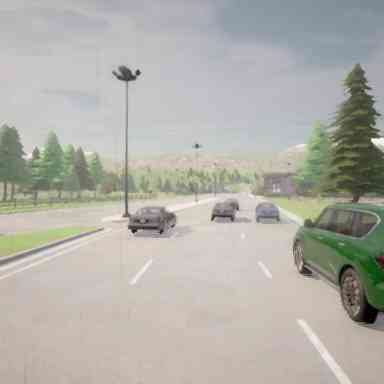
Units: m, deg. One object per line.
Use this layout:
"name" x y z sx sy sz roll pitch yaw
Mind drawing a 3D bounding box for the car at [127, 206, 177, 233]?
"car" -2.166 1.536 19.410 2.033 1.411 5.357 0 0 8

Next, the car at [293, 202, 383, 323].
"car" 3.895 1.229 7.275 2.150 2.045 5.566 0 0 3

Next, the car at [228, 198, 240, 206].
"car" 4.959 1.524 41.873 1.812 1.442 4.674 0 0 10

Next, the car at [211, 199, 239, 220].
"car" 2.644 1.545 27.723 2.033 1.411 5.357 0 0 9

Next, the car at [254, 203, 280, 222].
"car" 6.021 1.553 26.898 2.033 1.411 5.357 0 0 9
